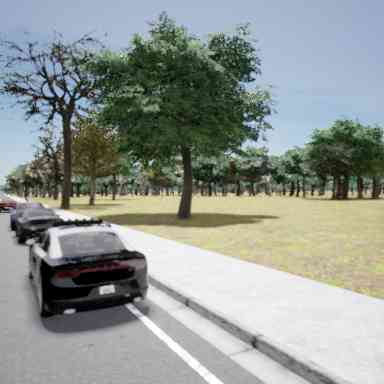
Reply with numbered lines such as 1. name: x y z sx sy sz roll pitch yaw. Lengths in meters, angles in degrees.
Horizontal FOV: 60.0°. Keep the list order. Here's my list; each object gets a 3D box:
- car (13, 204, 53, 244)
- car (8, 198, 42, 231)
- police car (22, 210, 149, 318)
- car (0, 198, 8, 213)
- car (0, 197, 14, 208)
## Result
1. car: -7.592 1.547 16.407 1.837 1.490 4.892 0 0 -30
2. car: -10.548 1.412 21.595 2.097 1.767 4.553 0 0 -30
3. police car: -2.700 1.438 7.812 1.930 1.638 5.238 0 0 -30
4. car: -21.986 1.623 39.777 1.882 1.535 5.008 0 0 -29
5. car: -30.015 1.686 53.824 1.882 1.535 5.008 0 0 -30
